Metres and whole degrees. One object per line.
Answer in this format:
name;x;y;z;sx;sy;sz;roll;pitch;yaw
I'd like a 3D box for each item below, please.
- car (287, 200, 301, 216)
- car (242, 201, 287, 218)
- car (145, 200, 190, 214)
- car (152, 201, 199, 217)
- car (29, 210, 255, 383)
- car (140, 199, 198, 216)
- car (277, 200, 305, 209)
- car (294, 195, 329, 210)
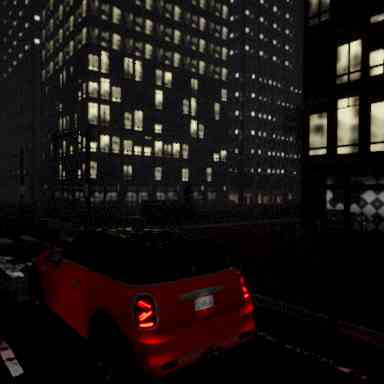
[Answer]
car;11.488;1.928;37.287;4.206;1.307;1.802;1;0;-38
car;7.181;1.825;33.914;4.829;1.417;1.752;1;0;-38
car;-2.696;1.639;36.825;4.829;1.417;1.752;1;0;-38
car;-1.629;1.675;34.361;4.674;1.442;1.812;1;1;-38
car;-1.191;1.349;5.660;2.097;1.767;4.553;0;0;-39
car;-1.833;1.517;26.857;5.009;1.841;2.192;1;0;-38
car;15.197;1.870;50.831;4.313;1.339;1.947;1;0;-38
car;17.816;1.581;49.511;5.566;2.045;2.150;1;0;-37
